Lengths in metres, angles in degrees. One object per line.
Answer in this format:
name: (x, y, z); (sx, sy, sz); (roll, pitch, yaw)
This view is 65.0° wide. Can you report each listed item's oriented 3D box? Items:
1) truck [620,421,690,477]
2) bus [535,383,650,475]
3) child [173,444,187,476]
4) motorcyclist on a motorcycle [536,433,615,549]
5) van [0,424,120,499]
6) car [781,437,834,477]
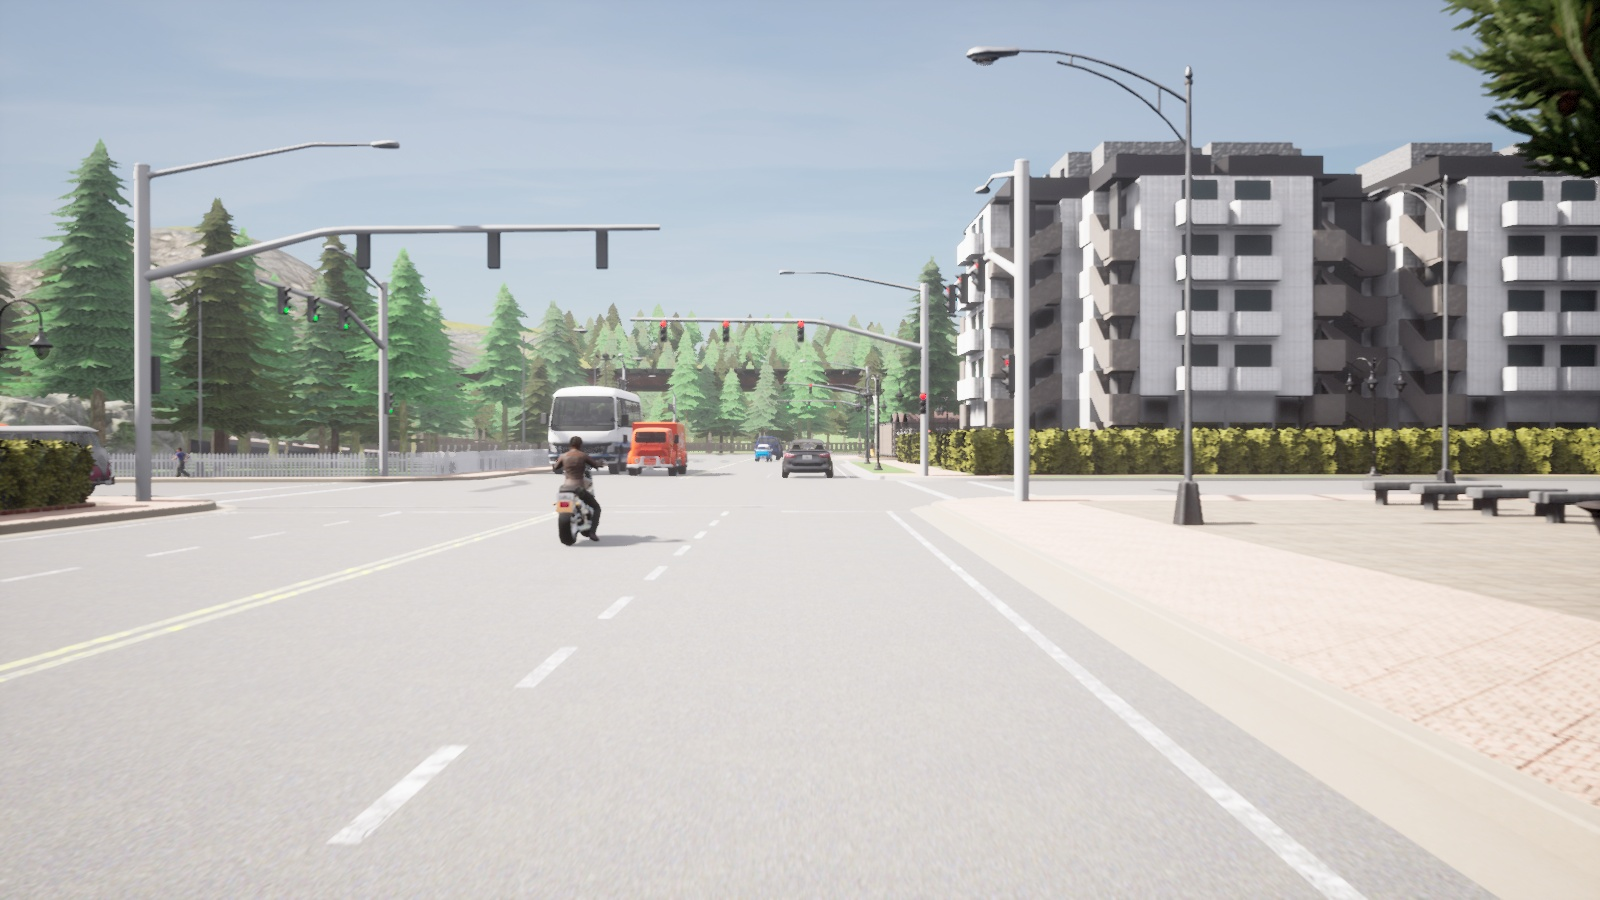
truck: (-6.655, -0.073, 58.175); (2.627, 2.467, 5.204); (0, 0, 0)
bus: (-10.128, -0.991, 62.697); (3.944, 4.253, 10.273); (0, 0, 0)
child: (-24.026, 0.391, 48.656); (0.437, 1.263, 0.270); (0, 0, -1)
motorcyclist on a motorcycle: (-3.377, 0.587, 19.063); (0.766, 1.649, 2.350); (0, 0, 0)
van: (-21.240, 0.289, 34.213); (4.442, 1.987, 1.775); (0, 0, -1)
car: (0.329, 0.279, 55.321); (2.242, 1.667, 4.611); (0, 0, 0)
